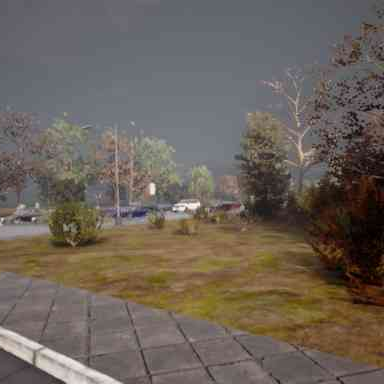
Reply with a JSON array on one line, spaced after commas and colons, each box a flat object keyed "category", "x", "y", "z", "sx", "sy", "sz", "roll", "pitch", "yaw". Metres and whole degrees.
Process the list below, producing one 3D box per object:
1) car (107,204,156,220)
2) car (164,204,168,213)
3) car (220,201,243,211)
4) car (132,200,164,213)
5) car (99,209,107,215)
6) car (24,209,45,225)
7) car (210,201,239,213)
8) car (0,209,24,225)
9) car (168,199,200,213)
[{"category": "car", "x": -6.474, "y": 2.302, "z": 36.173, "sx": 1.895, "sy": 1.301, "sz": 4.718, "roll": -3, "pitch": -2, "yaw": 32}, {"category": "car", "x": -4.570, "y": 2.599, "z": 52.660, "sx": 2.128, "sy": 1.511, "sz": 4.902, "roll": -3, "pitch": -2, "yaw": 32}, {"category": "car", "x": 6.934, "y": 2.354, "z": 57.512, "sx": 1.882, "sy": 1.535, "sz": 5.008, "roll": -3, "pitch": -2, "yaw": 32}, {"category": "car", "x": -6.546, "y": 2.116, "z": 43.012, "sx": 2.150, "sy": 2.045, "sz": 5.566, "roll": -3, "pitch": -2, "yaw": 32}, {"category": "car", "x": -10.272, "y": 2.603, "z": 43.632, "sx": 1.994, "sy": 1.385, "sz": 4.181, "roll": -3, "pitch": -2, "yaw": 32}, {"category": "car", "x": -13.215, "y": 2.336, "z": 32.471, "sx": 2.128, "sy": 1.511, "sz": 4.902, "roll": -3, "pitch": -2, "yaw": 33}, {"category": "car", "x": 4.298, "y": 1.985, "z": 46.768, "sx": 2.097, "sy": 1.767, "sz": 4.553, "roll": -3, "pitch": -2, "yaw": 32}, {"category": "car", "x": -16.669, "y": 2.489, "z": 33.573, "sx": 2.128, "sy": 1.511, "sz": 4.902, "roll": -3, "pitch": -2, "yaw": 33}, {"category": "car", "x": -0.781, "y": 2.185, "z": 52.120, "sx": 2.150, "sy": 2.045, "sz": 5.566, "roll": -3, "pitch": -2, "yaw": 33}]
